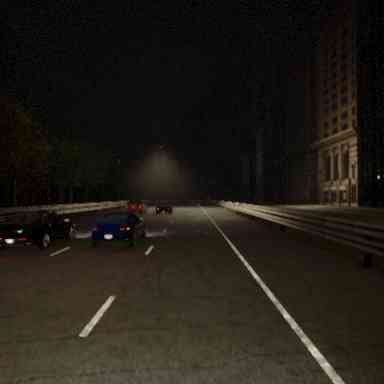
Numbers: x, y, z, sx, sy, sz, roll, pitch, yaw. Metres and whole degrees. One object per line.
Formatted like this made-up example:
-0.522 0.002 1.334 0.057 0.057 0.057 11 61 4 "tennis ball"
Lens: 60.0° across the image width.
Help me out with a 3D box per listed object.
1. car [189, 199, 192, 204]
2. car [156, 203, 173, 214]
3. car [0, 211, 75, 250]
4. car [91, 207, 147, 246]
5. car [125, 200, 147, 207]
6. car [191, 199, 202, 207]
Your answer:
0.119 2.700 90.586 1.994 1.385 4.181 0 -1 0 "car"
-3.345 2.064 41.408 1.895 1.301 4.718 0 -1 0 "car"
-6.880 1.631 15.042 1.837 1.490 4.892 0 -1 0 "car"
-3.379 1.659 15.781 1.812 1.442 4.674 0 -1 0 "car"
-6.848 1.809 40.968 2.097 1.767 4.553 0 -1 0 "car"
1.320 2.468 72.137 1.812 1.442 4.674 0 -1 0 "car"
